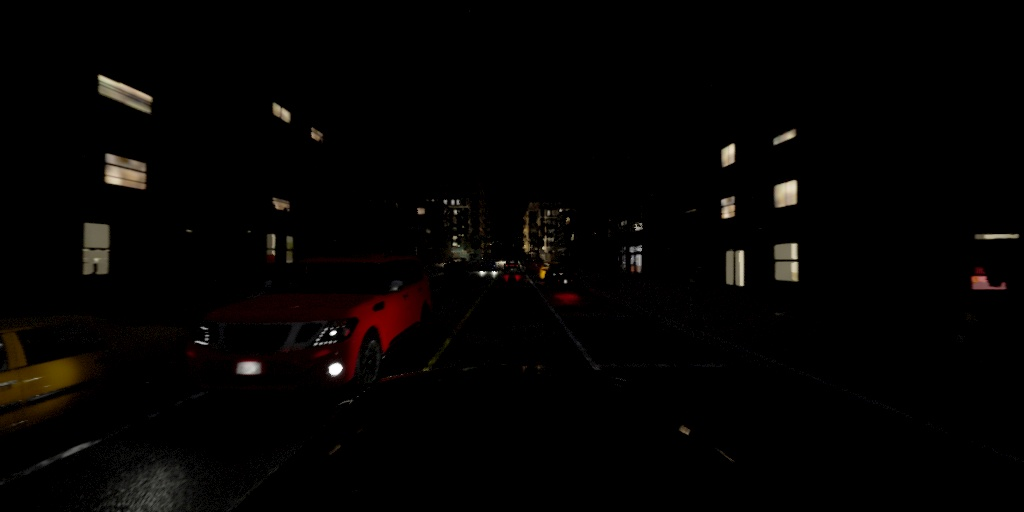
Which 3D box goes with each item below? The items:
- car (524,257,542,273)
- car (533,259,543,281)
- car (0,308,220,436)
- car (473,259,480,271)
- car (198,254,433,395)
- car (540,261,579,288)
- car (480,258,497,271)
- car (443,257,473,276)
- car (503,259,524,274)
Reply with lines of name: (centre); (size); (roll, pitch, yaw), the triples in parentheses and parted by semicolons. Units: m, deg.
car: (2.691, 1.069, 42.351); (2.192, 1.841, 5.009); (0, 0, 0)
car: (3.140, 1.230, 30.519); (1.882, 1.535, 5.008); (0, 0, 0)
car: (-5.688, 1.275, 3.451); (1.751, 1.417, 4.829); (0, 0, 0)
car: (-5.690, 1.337, 47.885); (1.802, 1.307, 4.207); (0, 0, 0)
car: (-3.086, 0.971, 6.997); (2.150, 2.045, 5.566); (0, 0, 0)
car: (3.146, 1.255, 23.519); (1.837, 1.490, 4.892); (0, 0, 0)
car: (-3.073, 1.233, 48.361); (1.882, 1.535, 5.008); (0, 0, 0)
car: (-5.690, 1.067, 36.820); (2.192, 1.841, 5.009); (0, 0, 0)
car: (0.008, 1.247, 40.609); (2.128, 1.511, 4.902); (0, 0, 0)
